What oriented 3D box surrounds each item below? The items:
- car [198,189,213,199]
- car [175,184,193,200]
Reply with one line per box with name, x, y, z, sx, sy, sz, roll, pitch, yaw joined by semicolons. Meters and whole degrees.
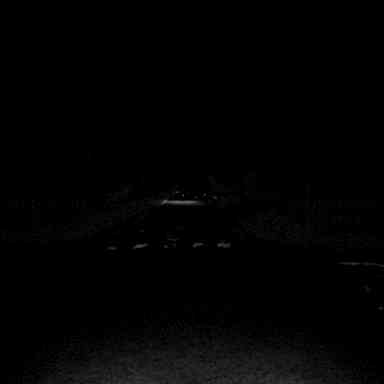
car;1.834;0.265;45.634;1.994;1.385;4.181;0;2;5
car;-1.014;-0.056;45.224;2.150;2.045;5.566;0;2;2
